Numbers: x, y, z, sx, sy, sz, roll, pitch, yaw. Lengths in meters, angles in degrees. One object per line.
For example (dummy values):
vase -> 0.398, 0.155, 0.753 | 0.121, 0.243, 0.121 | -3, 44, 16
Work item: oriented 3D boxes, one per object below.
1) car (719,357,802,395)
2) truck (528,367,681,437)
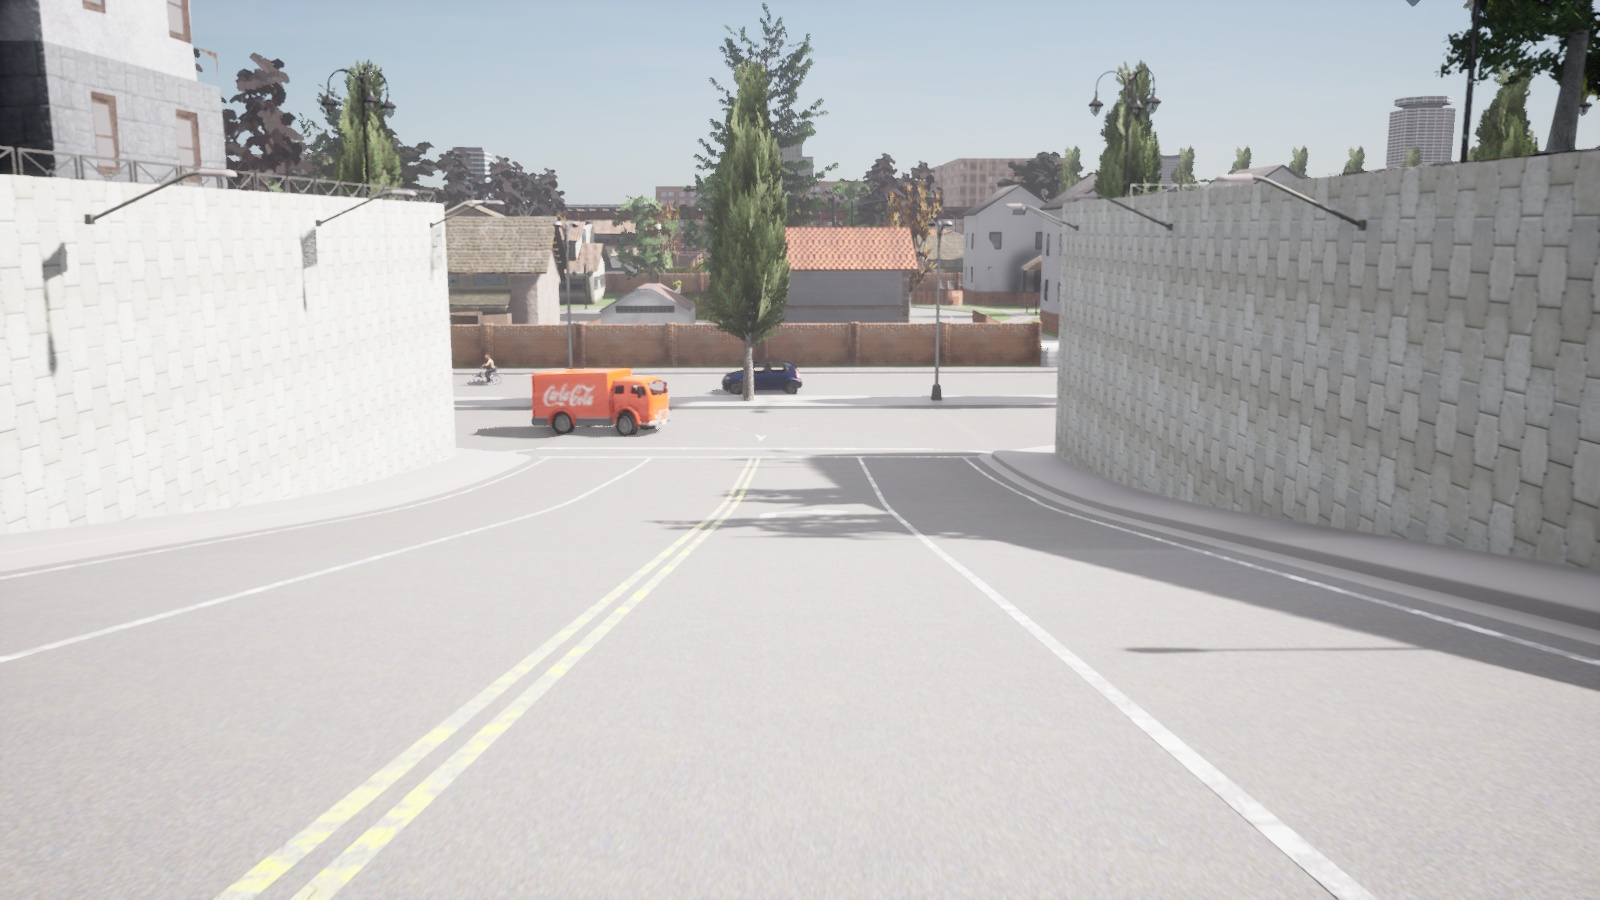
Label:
car -> -1.955, -3.671, 61.994 | 3.988, 1.617, 1.851 | 0, 10, -3
truck -> -7.625, -1.919, 49.230 | 5.204, 2.467, 2.627 | 1, 8, 20
